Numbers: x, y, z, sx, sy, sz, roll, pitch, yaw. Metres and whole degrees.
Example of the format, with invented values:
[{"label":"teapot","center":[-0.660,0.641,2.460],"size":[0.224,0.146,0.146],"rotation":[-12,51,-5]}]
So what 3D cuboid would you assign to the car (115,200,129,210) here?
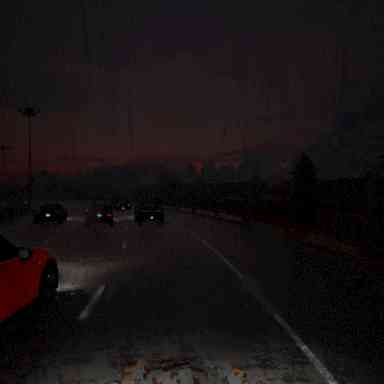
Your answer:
[{"label":"car","center":[-9.035,1.623,41.526],"size":[1.895,1.301,4.718],"rotation":[0,0,-24]}]

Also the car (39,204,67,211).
[{"label":"car","center":[-10.713,1.605,25.430],"size":[1.994,1.385,4.181],"rotation":[0,0,-15]}]

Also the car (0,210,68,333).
[{"label":"car","center":[-3.797,1.362,5.223],"size":[2.097,1.767,4.553],"rotation":[0,0,-3]}]

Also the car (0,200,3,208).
[{"label":"car","center":[-28.590,1.641,48.214],"size":[1.882,1.535,5.008],"rotation":[0,0,-32]}]

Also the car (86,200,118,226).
[{"label":"car","center":[-6.613,1.568,23.936],"size":[2.033,1.411,5.357],"rotation":[0,0,-14]}]

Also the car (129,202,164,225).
[{"label":"car","center":[-3.223,1.495,24.469],"size":[2.128,1.511,4.902],"rotation":[0,0,-13]}]
